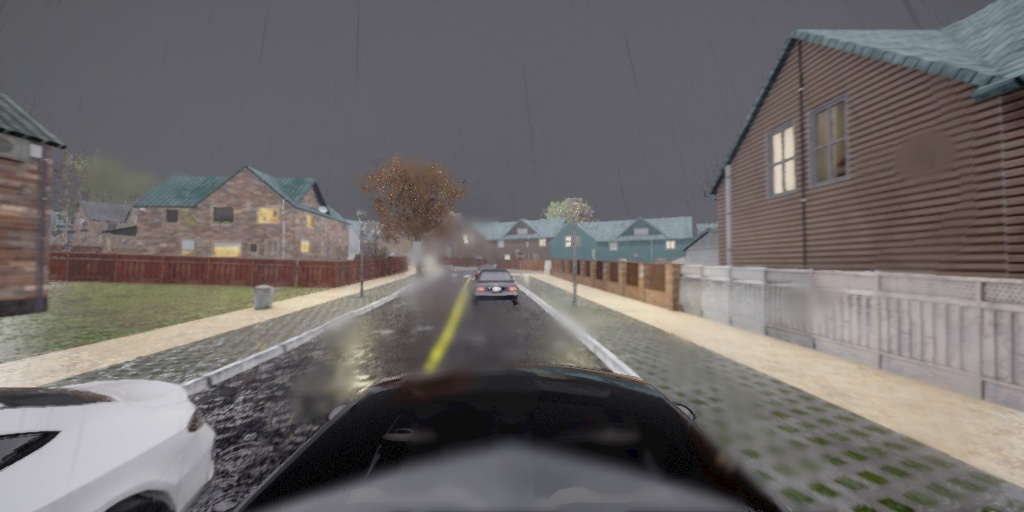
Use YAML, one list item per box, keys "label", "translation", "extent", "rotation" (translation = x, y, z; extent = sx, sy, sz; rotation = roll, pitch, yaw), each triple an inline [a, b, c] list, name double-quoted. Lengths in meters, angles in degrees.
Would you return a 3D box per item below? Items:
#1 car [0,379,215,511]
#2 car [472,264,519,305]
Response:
- label: "car"
  translation: [-2.944, 1.286, 0.574]
  extent: [1.812, 1.442, 4.674]
  rotation: [0, 0, 0]
- label: "car"
  translation: [-0.782, 1.289, 15.997]
  extent: [2.033, 1.411, 5.357]
  rotation: [0, 0, -5]
